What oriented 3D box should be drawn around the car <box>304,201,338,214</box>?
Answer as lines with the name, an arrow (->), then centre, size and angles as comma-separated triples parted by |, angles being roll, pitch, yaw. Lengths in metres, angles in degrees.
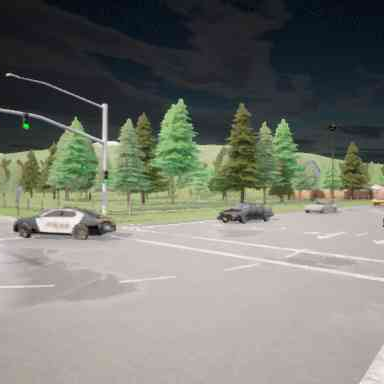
car -> 13.616, 1.600, 35.101 | 1.895, 1.301, 4.718 | 0, 0, 44

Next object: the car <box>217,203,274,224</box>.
car -> 4.227, 1.547, 25.432 | 2.033, 1.411, 5.357 | 0, 0, 44

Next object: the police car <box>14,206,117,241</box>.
police car -> -6.308, 1.491, 16.427 | 4.974, 1.542, 2.038 | 1, -2, 14

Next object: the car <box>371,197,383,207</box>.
car -> 28.945, 1.477, 50.775 | 1.882, 1.535, 5.008 | 0, 0, 45
